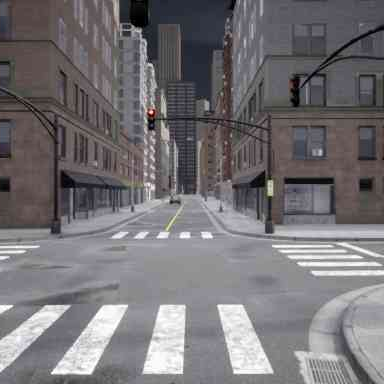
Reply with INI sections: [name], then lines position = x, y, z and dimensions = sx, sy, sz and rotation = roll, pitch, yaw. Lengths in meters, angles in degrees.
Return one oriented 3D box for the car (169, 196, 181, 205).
[car]
position = -2.989, 1.457, 59.635
dimensions = 1.882, 1.535, 5.008
rotation = 0, 0, 0
